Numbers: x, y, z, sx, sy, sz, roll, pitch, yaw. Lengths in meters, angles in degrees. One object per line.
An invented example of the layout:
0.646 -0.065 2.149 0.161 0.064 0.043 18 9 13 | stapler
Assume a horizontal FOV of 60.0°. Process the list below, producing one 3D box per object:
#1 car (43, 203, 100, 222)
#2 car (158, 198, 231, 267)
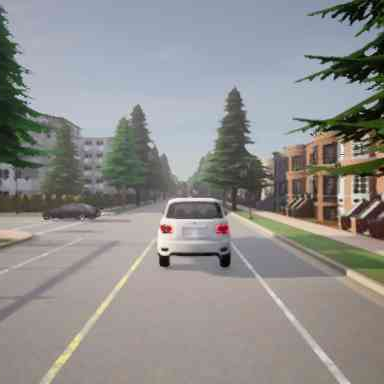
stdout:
-9.897 1.645 27.413 4.674 1.442 1.812 0 -1 11 | car
0.104 1.254 11.680 2.150 2.045 5.566 0 -2 1 | car
